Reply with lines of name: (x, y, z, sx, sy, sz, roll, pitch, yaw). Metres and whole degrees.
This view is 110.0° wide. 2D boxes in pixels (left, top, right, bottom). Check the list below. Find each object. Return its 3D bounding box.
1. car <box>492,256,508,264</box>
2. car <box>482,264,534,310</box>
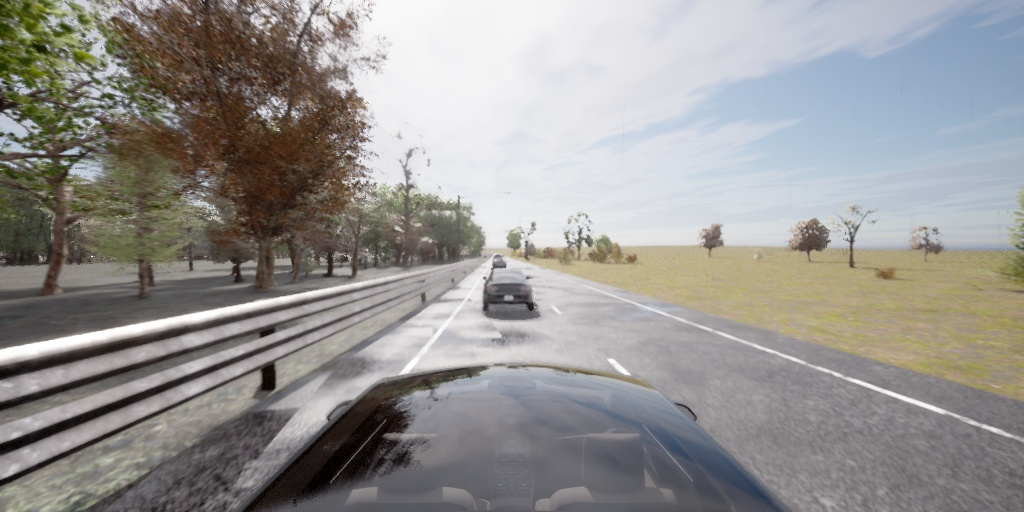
car: (-1.630, 1.050, 47.508, 2.128, 1.511, 4.902, 0, 0, -2)
car: (-0.201, 1.226, 14.265, 1.812, 1.442, 4.674, 0, 0, -2)
